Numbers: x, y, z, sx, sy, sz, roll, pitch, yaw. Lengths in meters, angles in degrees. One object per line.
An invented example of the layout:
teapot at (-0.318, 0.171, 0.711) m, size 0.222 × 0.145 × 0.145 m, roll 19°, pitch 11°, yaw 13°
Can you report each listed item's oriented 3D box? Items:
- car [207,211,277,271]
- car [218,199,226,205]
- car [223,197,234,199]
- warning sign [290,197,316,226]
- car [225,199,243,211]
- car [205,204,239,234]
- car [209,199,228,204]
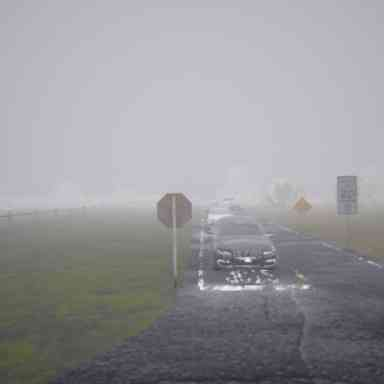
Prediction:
car at (1.592, 1.634, 11.425) m, size 1.837 × 1.490 × 4.892 m, roll -1°, pitch -1°, yaw 2°
car at (8.195, 2.657, 92.012) m, size 1.801 × 1.575 × 5.366 m, roll -1°, pitch -1°, yaw 2°
car at (6.087, 1.864, 56.287) m, size 2.150 × 2.045 × 5.566 m, roll -1°, pitch -1°, yaw 2°
warning sign at (7.250, 1.271, 21.819) m, size 1.300 × 1.860 × 1.060 m, roll -1°, pitch -1°, yaw 2°
car at (5.685, 2.008, 44.345) m, size 1.812 × 1.442 × 4.674 m, roll -1°, pitch -1°, yaw 2°
car at (2.008, 1.802, 23.448) m, size 1.812 × 1.442 × 4.674 m, roll -1°, pitch -1°, yaw 2°
car at (2.441, 1.906, 35.542) m, size 1.882 × 1.535 × 5.008 m, roll -1°, pitch 0°, yaw 2°
